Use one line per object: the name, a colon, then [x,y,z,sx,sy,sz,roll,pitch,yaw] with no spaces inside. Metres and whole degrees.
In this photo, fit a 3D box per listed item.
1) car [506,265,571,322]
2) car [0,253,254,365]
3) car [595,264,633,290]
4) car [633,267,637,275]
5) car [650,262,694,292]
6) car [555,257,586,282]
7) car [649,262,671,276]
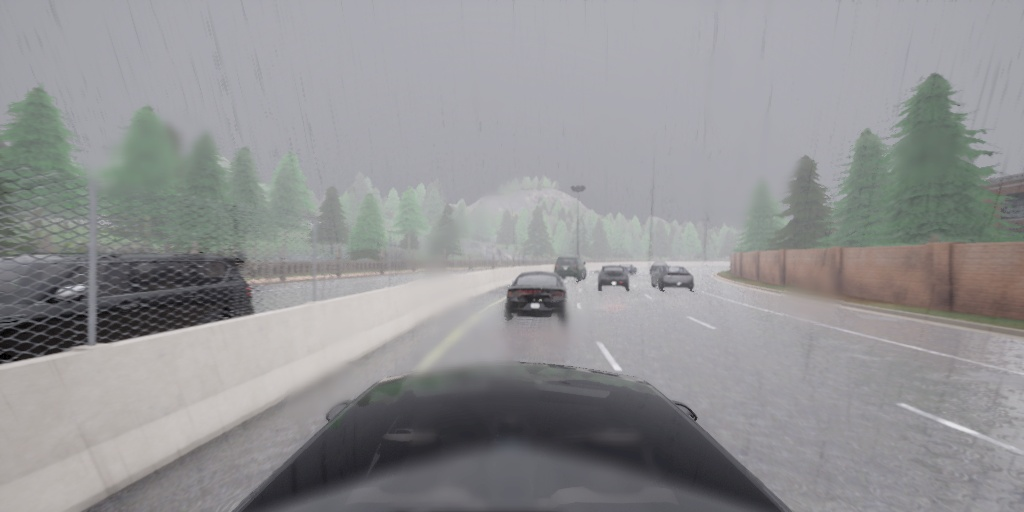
car: [0.960,1.267,12.619,1.882,1.535,5.008,0,0,7]
car: [-6.868,0.953,5.592,2.150,2.045,5.566,0,0,3]
car: [6.532,1.355,23.330,1.837,1.490,4.892,0,0,14]
car: [13.402,1.543,41.867,1.895,1.301,4.718,0,0,26]
car: [9.888,1.355,22.352,2.128,1.511,4.902,0,0,14]
car: [5.050,1.088,30.805,2.150,2.045,5.566,0,0,18]
car: [17.173,1.436,41.502,1.882,1.535,5.008,0,0,27]
